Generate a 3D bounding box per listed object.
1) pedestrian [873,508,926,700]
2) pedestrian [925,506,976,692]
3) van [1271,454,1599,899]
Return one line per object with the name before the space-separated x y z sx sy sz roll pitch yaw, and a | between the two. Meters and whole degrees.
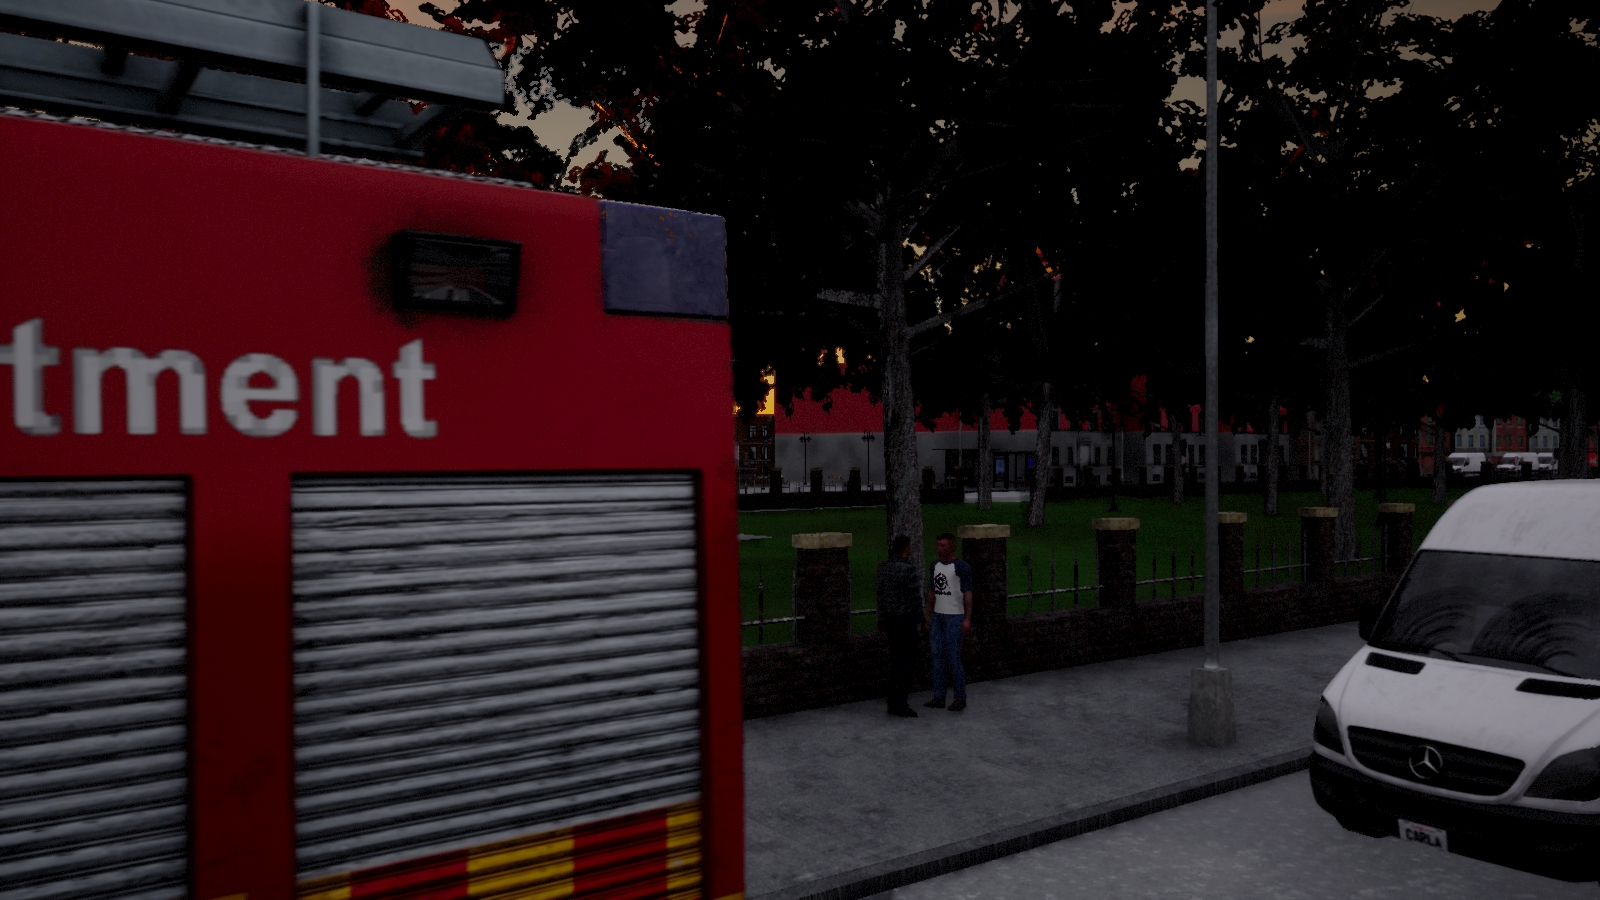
pedestrian | 1.002 1.525 11.490 0.375 1.860 0.375 0 0 -40
pedestrian | 1.562 1.525 11.876 0.375 1.860 0.375 0 0 -39
van | 6.257 1.315 8.842 5.915 2.561 1.988 0 0 -35
